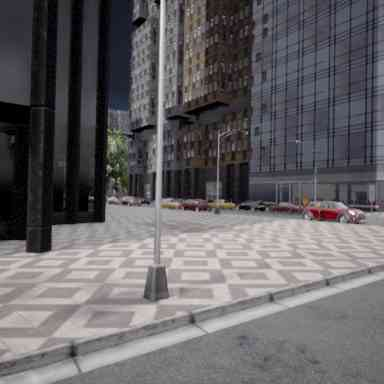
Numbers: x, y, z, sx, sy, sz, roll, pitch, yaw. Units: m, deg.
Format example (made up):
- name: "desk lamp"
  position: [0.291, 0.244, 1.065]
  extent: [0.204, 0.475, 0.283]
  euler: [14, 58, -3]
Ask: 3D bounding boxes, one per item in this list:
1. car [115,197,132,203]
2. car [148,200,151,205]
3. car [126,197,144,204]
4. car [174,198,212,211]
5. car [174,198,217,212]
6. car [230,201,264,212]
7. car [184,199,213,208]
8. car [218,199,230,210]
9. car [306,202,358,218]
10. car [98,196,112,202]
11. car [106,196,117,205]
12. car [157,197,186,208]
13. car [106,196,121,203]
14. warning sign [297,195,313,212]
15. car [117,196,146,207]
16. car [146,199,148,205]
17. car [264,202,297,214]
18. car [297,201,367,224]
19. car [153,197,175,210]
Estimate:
- name: "car"
  position: [-14.992, 1.738, 72.831]
  extent: [1.947, 1.339, 4.313]
  euler: [2, -1, -35]
- name: "car"
  position: [-5.433, 1.724, 59.431]
  extent: [2.008, 1.369, 4.403]
  euler: [2, -1, -35]
- name: "car"
  position: [-11.806, 1.739, 68.365]
  extent: [1.947, 1.339, 4.313]
  euler: [2, -1, -35]
- name: "car"
  position: [-0.012, 1.559, 41.749]
  extent: [2.033, 1.411, 5.357]
  euler: [2, -1, -35]
- name: "car"
  position: [0.371, 1.484, 36.617]
  extent: [1.887, 1.381, 4.507]
  euler: [2, -1, -35]
- name: "car"
  position: [7.311, 1.730, 41.562]
  extent: [1.947, 1.339, 4.313]
  euler: [2, -1, -35]
- name: "car"
  position: [0.939, 1.721, 50.496]
  extent: [2.008, 1.369, 4.403]
  euler: [2, -1, -35]
- name: "car"
  position: [4.027, 1.693, 46.168]
  extent: [1.752, 1.417, 4.829]
  euler: [2, -1, -35]
- name: "car"
  position: [13.683, 1.724, 32.628]
  extent: [1.947, 1.339, 4.313]
  euler: [2, -1, -35]
- name: "car"
  position: [-21.364, 1.753, 81.765]
  extent: [1.802, 1.307, 4.206]
  euler: [2, -1, -35]
- name: "car"
  position: [-12.377, 1.531, 54.488]
  extent: [1.802, 1.307, 4.206]
  euler: [2, -1, -35]
- name: "car"
  position: [-3.226, 1.592, 51.655]
  extent: [2.128, 1.511, 4.902]
  euler: [2, -1, -35]
- name: "car"
  position: [-18.276, 1.697, 77.437]
  extent: [1.752, 1.417, 4.829]
  euler: [2, -1, -35]
- name: "warning sign"
  position: [12.854, 1.337, 37.781]
  extent: [1.300, 1.860, 1.060]
  euler: [2, -1, -35]
- name: "car"
  position: [-9.187, 1.388, 50.022]
  extent: [1.967, 1.590, 4.097]
  euler: [2, -1, -35]
- name: "car"
  position: [-9.321, 1.702, 60.123]
  extent: [1.895, 1.301, 4.718]
  euler: [2, -1, -35]
- name: "car"
  position: [10.497, 1.743, 37.095]
  extent: [1.802, 1.307, 4.206]
  euler: [2, -1, -35]
- name: "car"
  position: [9.915, 1.370, 23.242]
  extent: [1.967, 1.590, 4.097]
  euler: [2, -1, -37]
- name: "car"
  position: [-2.717, 1.468, 40.947]
  extent: [1.752, 1.417, 4.829]
  euler: [2, -1, -35]
